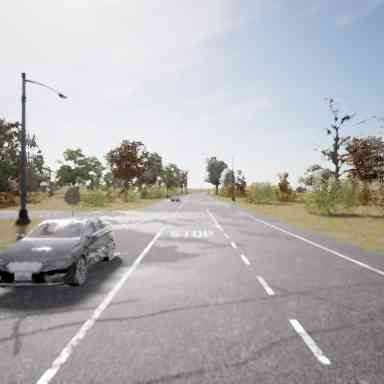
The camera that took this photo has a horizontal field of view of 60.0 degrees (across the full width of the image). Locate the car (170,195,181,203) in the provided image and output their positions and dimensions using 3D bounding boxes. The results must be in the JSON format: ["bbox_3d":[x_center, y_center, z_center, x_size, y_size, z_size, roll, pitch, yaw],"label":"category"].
[{"bbox_3d":[-3.419,1.401,68.727,2.128,1.511,4.902,0,0,0],"label":"car"}]

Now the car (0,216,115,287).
[{"bbox_3d":[-3.509,1.484,9.356,2.128,1.511,4.902,0,0,0],"label":"car"}]
